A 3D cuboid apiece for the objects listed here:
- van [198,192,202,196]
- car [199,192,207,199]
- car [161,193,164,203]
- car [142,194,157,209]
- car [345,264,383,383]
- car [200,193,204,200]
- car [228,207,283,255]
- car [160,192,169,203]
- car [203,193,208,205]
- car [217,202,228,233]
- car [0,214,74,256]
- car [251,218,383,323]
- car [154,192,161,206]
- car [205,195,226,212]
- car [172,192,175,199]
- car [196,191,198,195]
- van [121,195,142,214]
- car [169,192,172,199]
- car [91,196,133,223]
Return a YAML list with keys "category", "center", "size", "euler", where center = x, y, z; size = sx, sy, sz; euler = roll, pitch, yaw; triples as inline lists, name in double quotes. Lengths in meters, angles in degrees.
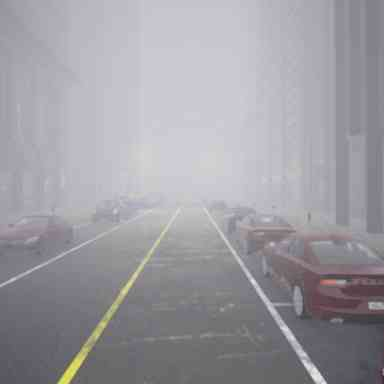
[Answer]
- category: "van"
  center: [2.744, 0.901, 74.562]
  size: [1.690, 1.788, 3.998]
  euler: [1, 0, 0]
- category: "car"
  center: [2.727, 1.215, 57.690]
  size: [2.008, 1.369, 4.403]
  euler: [1, 0, 0]
- category: "car"
  center: [-5.804, 1.226, 51.895]
  size: [1.752, 1.417, 4.829]
  euler: [1, 0, 0]
- category: "car"
  center: [-5.814, 1.333, 40.816]
  size: [1.947, 1.339, 4.313]
  euler: [1, 0, 0]
- category: "car"
  center: [2.677, 1.536, 1.443]
  size: [1.887, 1.381, 4.507]
  euler: [1, 0, 0]
- category: "car"
  center: [2.722, 1.243, 52.065]
  size: [1.887, 1.381, 4.507]
  euler: [1, 0, 0]
- category: "car"
  center: [2.687, 1.476, 12.693]
  size: [1.887, 1.381, 4.507]
  euler: [1, 0, 0]
- category: "car"
  center: [-5.796, 0.980, 57.688]
  size: [2.192, 1.841, 5.009]
  euler: [1, 0, 0]
- category: "car"
  center: [2.713, 1.207, 40.816]
  size: [1.967, 1.590, 4.097]
  euler: [1, 0, 0]
- category: "car"
  center: [2.692, 1.465, 18.318]
  size: [1.947, 1.339, 4.313]
  euler: [1, 0, 0]
- category: "car"
  center: [-5.839, 1.513, 12.695]
  size: [1.802, 1.307, 4.206]
  euler: [1, 0, 0]
- category: "car"
  center: [2.683, 1.506, 7.068]
  size: [1.887, 1.381, 4.507]
  euler: [1, 0, 0]
- category: "car"
  center: [-5.808, 1.173, 46.440]
  size: [1.967, 1.590, 4.097]
  euler: [1, 0, 0]
- category: "car"
  center: [2.707, 1.345, 35.192]
  size: [1.887, 1.381, 4.507]
  euler: [1, 0, 0]
- category: "car"
  center: [-5.780, 1.108, 80.186]
  size: [1.802, 1.307, 4.206]
  euler: [1, 0, 0]
- category: "car"
  center: [2.754, 0.806, 85.811]
  size: [2.192, 1.841, 5.009]
  euler: [1, 0, 0]
- category: "van"
  center: [-5.821, 1.175, 29.566]
  size: [1.690, 1.788, 3.998]
  euler: [1, 0, 0]
- category: "car"
  center: [-5.788, 1.036, 68.937]
  size: [1.967, 1.590, 4.097]
  euler: [1, 0, 0]
- category: "car"
  center: [-5.827, 1.307, 23.943]
  size: [1.967, 1.590, 4.097]
  euler: [1, 0, 0]
